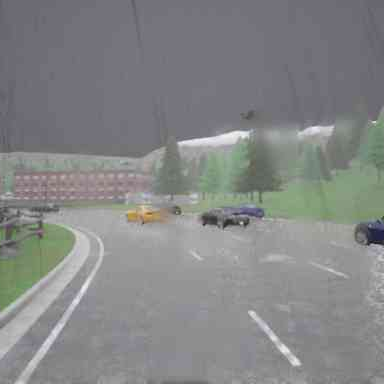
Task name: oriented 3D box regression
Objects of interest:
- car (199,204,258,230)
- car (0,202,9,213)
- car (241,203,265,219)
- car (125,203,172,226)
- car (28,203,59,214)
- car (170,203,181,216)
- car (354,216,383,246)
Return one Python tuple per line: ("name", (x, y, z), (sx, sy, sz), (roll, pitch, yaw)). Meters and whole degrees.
("car", (2.114, 1.775, 23.331), (2.128, 1.511, 4.902), (0, -1, -25))
("car", (-27.176, 2.077, 44.884), (4.553, 1.767, 2.097), (0, -1, 17))
("car", (4.993, 1.865, 32.867), (1.882, 1.535, 5.008), (1, -1, -32))
("car", (-3.899, 1.844, 27.202), (1.882, 1.535, 5.008), (1, -1, -32))
("car", (-20.612, 2.228, 46.218), (4.674, 1.442, 1.812), (-1, -1, 24))
("car", (-3.240, 2.002, 37.706), (1.837, 1.490, 4.892), (2, -2, -43))
("car", (8.761, 1.472, 13.452), (2.097, 1.767, 4.553), (0, -1, -12))
